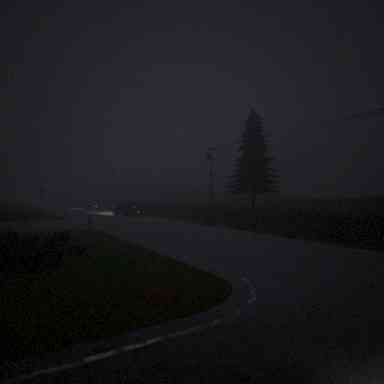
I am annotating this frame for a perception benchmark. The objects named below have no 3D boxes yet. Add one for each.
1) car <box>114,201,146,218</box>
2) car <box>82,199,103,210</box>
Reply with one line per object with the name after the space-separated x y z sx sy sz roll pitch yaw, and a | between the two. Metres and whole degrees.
-5.947 1.558 31.448 2.128 1.511 4.902 0 0 -30 | car
-13.286 1.598 44.105 1.812 1.442 4.674 0 0 -30 | car
